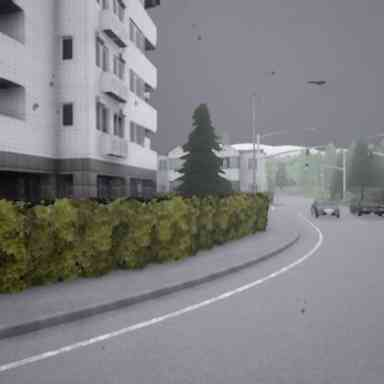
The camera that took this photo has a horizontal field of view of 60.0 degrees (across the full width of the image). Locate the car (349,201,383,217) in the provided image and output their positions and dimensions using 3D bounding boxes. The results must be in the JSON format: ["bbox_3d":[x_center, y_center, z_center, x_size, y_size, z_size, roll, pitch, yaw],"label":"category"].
[{"bbox_3d":[15.089,1.428,28.946,1.895,1.301,4.718,0,0,14],"label":"car"}]

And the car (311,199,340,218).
[{"bbox_3d":[11.221,1.344,28.160,2.128,1.511,4.902,0,0,14],"label":"car"}]
